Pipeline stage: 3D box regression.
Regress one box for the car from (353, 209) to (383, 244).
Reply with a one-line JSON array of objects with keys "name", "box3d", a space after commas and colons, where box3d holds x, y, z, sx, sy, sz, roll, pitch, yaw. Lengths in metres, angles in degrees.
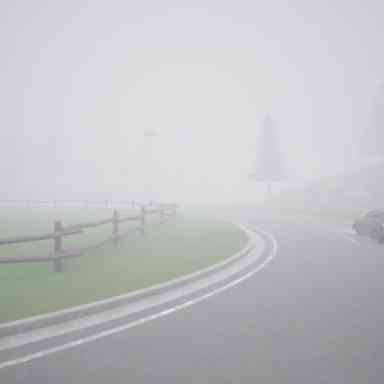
[{"name": "car", "box3d": [8.989, 1.487, 15.311, 1.994, 1.385, 4.181, 0, 0, 10]}]
